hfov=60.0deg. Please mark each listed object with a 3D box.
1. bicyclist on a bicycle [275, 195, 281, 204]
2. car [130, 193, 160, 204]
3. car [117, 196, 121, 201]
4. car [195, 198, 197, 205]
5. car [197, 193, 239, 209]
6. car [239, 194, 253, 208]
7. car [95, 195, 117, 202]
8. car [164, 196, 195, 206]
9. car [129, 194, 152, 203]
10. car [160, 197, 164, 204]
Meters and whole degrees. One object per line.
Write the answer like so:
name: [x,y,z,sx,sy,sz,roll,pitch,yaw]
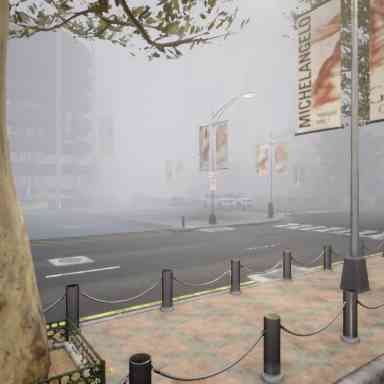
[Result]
bicyclist on a bicycle: [15.726,1.300,60.483,1.656,1.620,0.582,0,0,-36]
car: [-9.099,1.221,62.284,5.566,2.045,2.150,0,0,40]
car: [-19.528,1.418,79.666,5.008,1.535,1.882,0,0,12]
car: [0.705,1.601,56.505,1.895,1.301,4.718,0,0,-37]
car: [3.562,1.221,46.556,2.150,2.045,5.566,0,0,-35]
car: [6.417,1.221,48.580,2.150,2.045,5.566,0,0,-35]
car: [-20.492,1.450,76.302,4.892,1.490,1.837,0,0,12]
car: [-2.156,1.505,54.465,1.837,1.490,4.892,0,0,-37]
car: [-11.251,1.355,72.586,4.553,1.767,2.097,0,0,26]
car: [-5.776,1.601,63.976,4.718,1.301,1.895,0,0,43]
